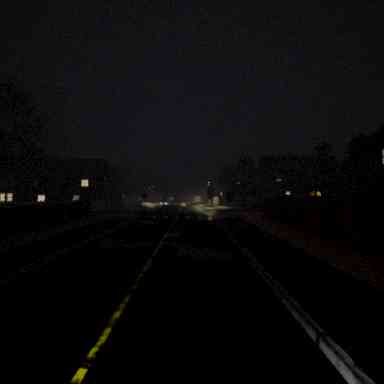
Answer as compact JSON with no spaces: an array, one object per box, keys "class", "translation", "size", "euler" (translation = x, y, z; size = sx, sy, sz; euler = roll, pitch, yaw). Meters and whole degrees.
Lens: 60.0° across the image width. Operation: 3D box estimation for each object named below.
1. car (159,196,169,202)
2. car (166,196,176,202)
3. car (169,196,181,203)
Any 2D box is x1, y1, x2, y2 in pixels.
[{"class":"car","translation":[-7.335,1.684,84.321],"size":[1.994,1.385,4.181],"euler":[0,-1,-10]},{"class":"car","translation":[-5.813,1.877,90.550],"size":[2.097,1.767,4.553],"euler":[0,-1,-12]},{"class":"car","translation":[-3.873,2.059,80.703],"size":[1.895,1.301,4.718],"euler":[0,-1,-10]}]
